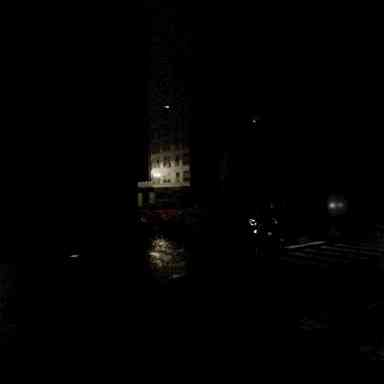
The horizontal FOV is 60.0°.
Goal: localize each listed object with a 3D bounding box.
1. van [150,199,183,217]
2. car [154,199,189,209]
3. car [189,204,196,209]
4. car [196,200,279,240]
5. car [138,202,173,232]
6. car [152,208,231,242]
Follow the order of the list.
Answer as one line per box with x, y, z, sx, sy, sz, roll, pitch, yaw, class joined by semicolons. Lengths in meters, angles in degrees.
-2.807;1.688;36.025;1.690;1.788;3.998;-1;0;-35;van
-2.596;1.630;25.648;2.097;1.767;4.553;0;0;-35;car
0.292;1.804;31.682;1.752;1.417;4.829;-1;0;-35;car
2.568;1.517;18.369;2.097;1.767;4.553;0;0;-35;car
-3.360;1.705;22.113;1.967;1.590;4.097;-1;0;-35;car
-0.162;1.778;17.630;1.802;1.307;4.206;-1;0;-35;car
